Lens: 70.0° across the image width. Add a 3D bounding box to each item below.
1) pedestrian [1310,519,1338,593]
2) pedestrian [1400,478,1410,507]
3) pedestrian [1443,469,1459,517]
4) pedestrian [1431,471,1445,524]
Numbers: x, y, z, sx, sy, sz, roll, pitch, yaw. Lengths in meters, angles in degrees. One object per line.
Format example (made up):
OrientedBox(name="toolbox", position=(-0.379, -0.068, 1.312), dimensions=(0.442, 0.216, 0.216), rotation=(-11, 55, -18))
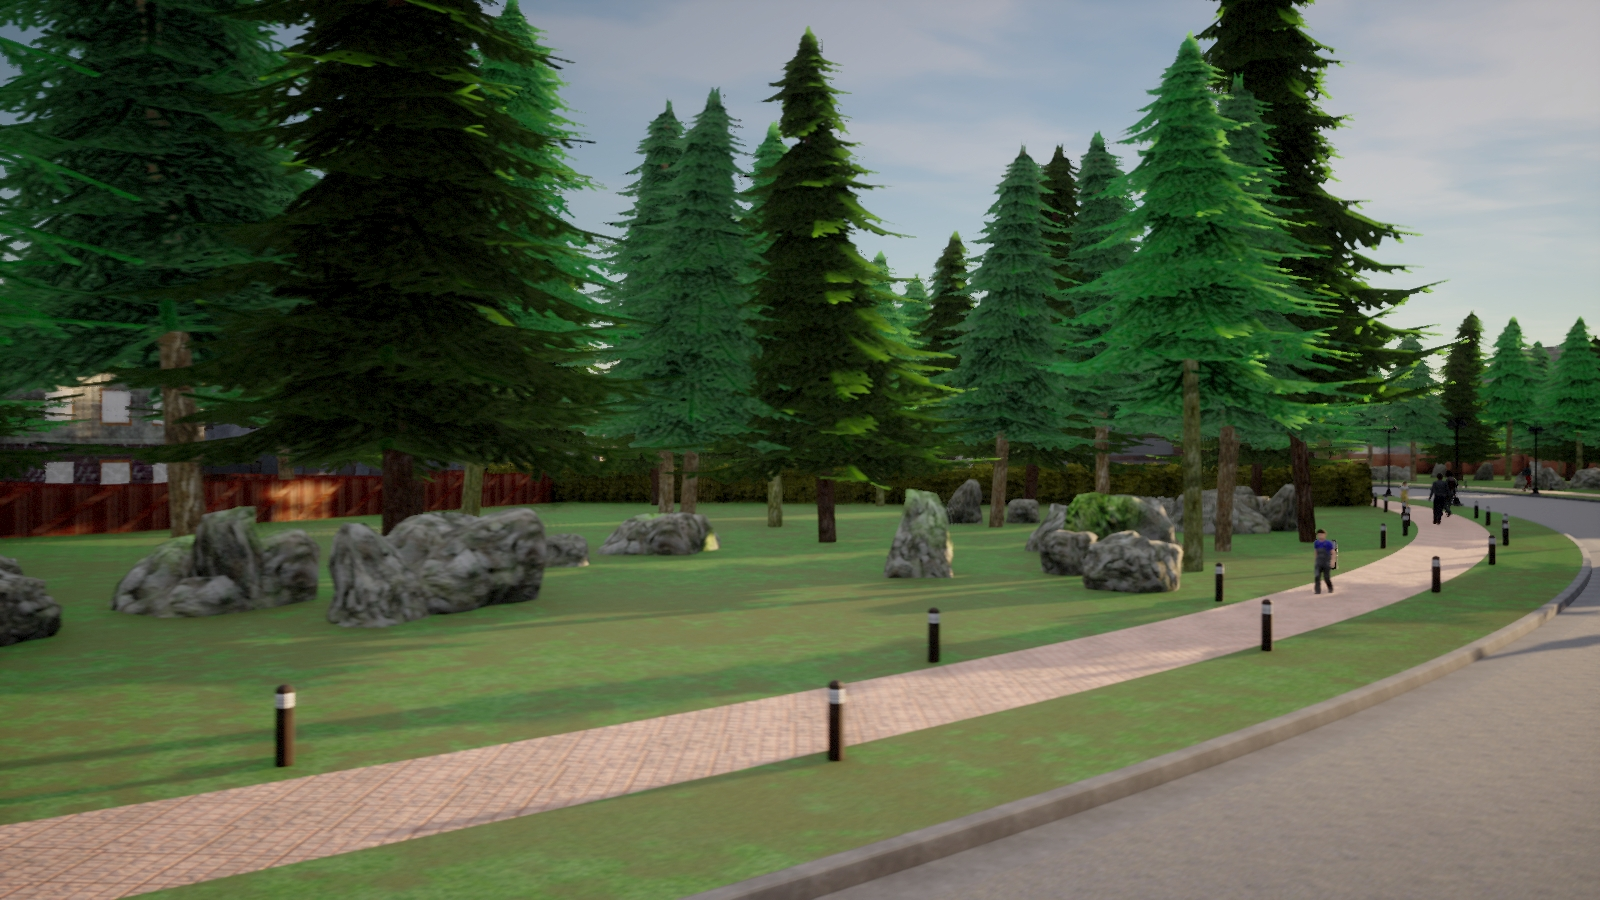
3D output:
OrientedBox(name="pedestrian", position=(9.658, 1.946, 21.053), dimensions=(0.375, 1.300, 0.375), rotation=(0, 0, 44))
OrientedBox(name="pedestrian", position=(27.780, 1.950, 52.463), dimensions=(0.375, 1.300, 0.375), rotation=(0, 0, 19))
OrientedBox(name="pedestrian", position=(25.257, 1.669, 44.346), dimensions=(0.375, 1.860, 0.375), rotation=(0, 0, -14))
OrientedBox(name="pedestrian", position=(22.462, 1.668, 40.226), dimensions=(0.375, 1.860, 0.375), rotation=(0, 0, 21))
